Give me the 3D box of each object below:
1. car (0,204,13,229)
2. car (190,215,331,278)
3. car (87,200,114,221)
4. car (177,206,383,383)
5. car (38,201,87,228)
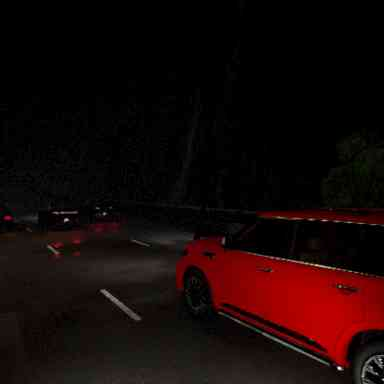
[{"bbox_3d":[-11.924,1.452,20.022,2.033,1.411,5.357,0,0,-32],"label":"car"},{"bbox_3d":[1.991,1.586,11.194,1.895,1.301,4.718,0,0,-32],"label":"car"},{"bbox_3d":[-7.713,1.365,26.443,2.128,1.511,4.902,0,0,-32],"label":"car"},{"bbox_3d":[1.891,1.219,4.834,2.150,2.045,5.566,0,0,-32],"label":"car"},{"bbox_3d":[-8.612,1.400,21.337,2.128,1.511,4.902,0,1,-32],"label":"car"}]
